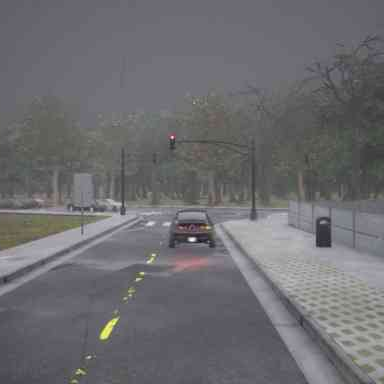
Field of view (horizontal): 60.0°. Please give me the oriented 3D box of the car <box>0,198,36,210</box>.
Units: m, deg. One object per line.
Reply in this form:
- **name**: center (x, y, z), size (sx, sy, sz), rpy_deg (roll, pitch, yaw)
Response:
- **car**: center (-22.201, 1.576, 41.587), size (4.181, 1.385, 1.994), rpy_deg (0, 0, 23)

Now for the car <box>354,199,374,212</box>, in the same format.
- **car**: center (16.223, 1.465, 32.251), size (4.902, 1.511, 2.128), rpy_deg (0, 0, 22)

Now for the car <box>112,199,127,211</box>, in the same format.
- **car**: center (-9.951, 1.535, 39.838), size (4.674, 1.442, 1.812), rpy_deg (0, 0, 25)

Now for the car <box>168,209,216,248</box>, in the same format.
- **car**: center (0.008, 1.507, 14.713), size (1.837, 1.490, 4.892), rpy_deg (0, 0, 0)

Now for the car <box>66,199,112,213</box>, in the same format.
- **car**: center (-11.742, 1.503, 37.068), size (4.892, 1.490, 1.837), rpy_deg (0, 0, 23)

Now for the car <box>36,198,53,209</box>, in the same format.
- **car**: center (-20.866, 1.549, 44.551), size (4.674, 1.442, 1.812), rpy_deg (0, 0, 23)
